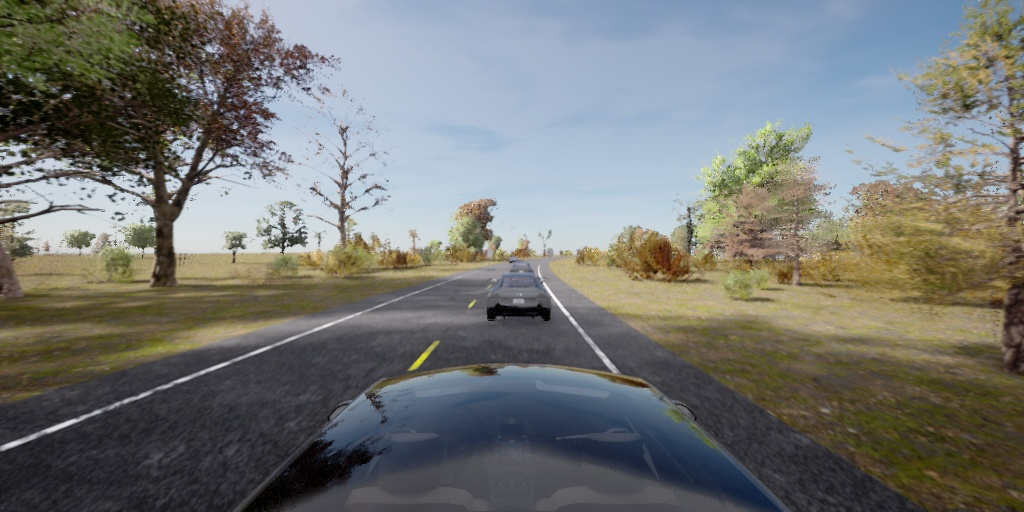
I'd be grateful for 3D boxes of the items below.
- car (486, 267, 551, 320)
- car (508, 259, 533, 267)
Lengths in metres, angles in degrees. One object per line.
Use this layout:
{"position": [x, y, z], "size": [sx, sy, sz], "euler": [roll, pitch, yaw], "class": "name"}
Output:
{"position": [0.230, 1.257, 12.283], "size": [1.994, 1.385, 4.181], "euler": [0, 0, 1], "class": "car"}
{"position": [0.796, 1.154, 29.817], "size": [1.994, 1.385, 4.181], "euler": [0, 0, 3], "class": "car"}
